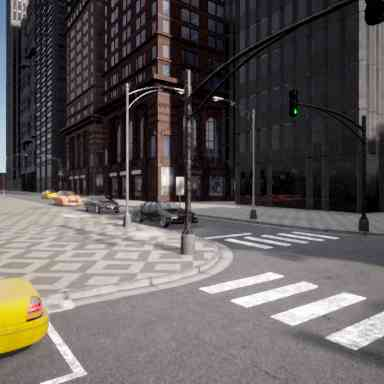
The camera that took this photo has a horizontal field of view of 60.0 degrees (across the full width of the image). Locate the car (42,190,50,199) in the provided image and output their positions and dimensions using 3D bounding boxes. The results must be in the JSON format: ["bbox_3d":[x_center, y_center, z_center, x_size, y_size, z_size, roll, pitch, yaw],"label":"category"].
[{"bbox_3d":[-24.381,0.421,57.059,1.882,1.535,5.008,0,1,-36],"label":"car"}]

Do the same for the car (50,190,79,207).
[{"bbox_3d":[-13.779,0.669,36.877,2.097,1.767,4.553,0,1,-35],"label":"car"}]

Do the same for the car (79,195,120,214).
[{"bbox_3d":[-7.809,1.005,28.575,1.837,1.490,4.892,0,1,-36],"label":"car"}]

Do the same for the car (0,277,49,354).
[{"bbox_3d":[-4.232,1.525,3.630,4.829,1.417,1.752,0,0,-35],"label":"car"}]

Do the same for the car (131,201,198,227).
[{"bbox_3d":[-1.846,1.237,20.288,2.033,1.411,5.357,0,1,-36],"label":"car"}]
